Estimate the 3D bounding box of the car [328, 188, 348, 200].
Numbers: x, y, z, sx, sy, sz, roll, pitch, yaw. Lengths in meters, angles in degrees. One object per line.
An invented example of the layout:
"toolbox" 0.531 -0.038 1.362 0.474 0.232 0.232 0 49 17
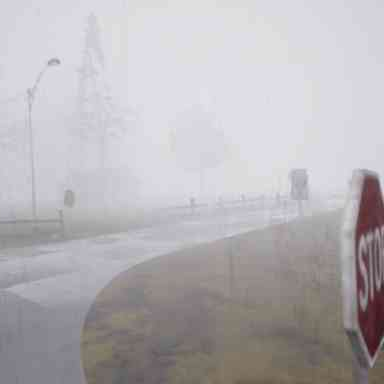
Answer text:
"car" 20.380 0.267 46.042 1.882 1.535 5.008 -2 0 38
